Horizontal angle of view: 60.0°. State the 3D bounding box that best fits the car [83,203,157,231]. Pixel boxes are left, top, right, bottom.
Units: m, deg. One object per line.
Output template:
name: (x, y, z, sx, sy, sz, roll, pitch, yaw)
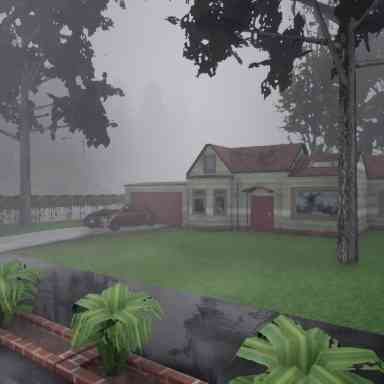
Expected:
car: (-3.872, 1.300, 18.374, 1.994, 1.381, 4.181, 0, 0, 35)
